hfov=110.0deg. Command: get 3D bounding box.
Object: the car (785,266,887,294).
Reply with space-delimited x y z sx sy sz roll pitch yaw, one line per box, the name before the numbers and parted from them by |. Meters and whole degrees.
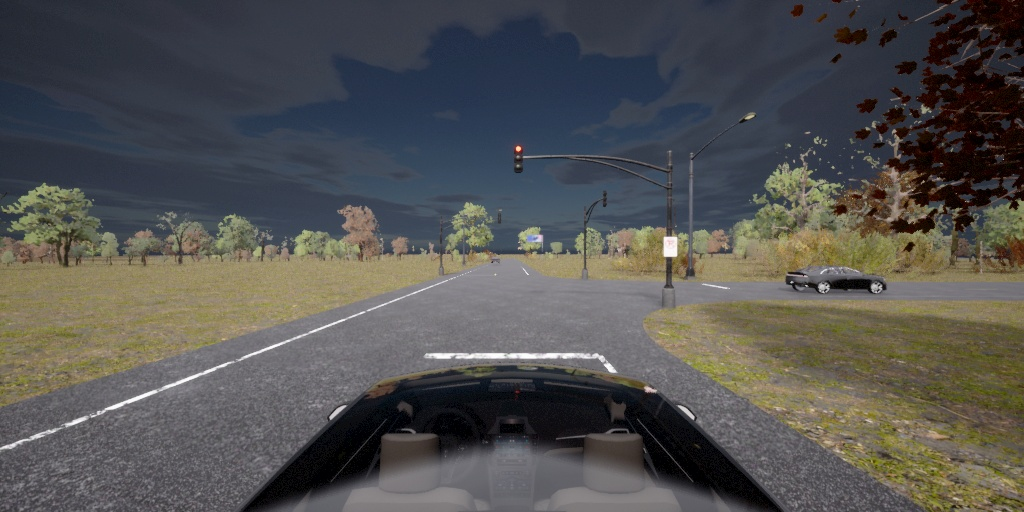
car | 18.329 1.309 20.360 4.902 1.511 2.128 0 1 0
